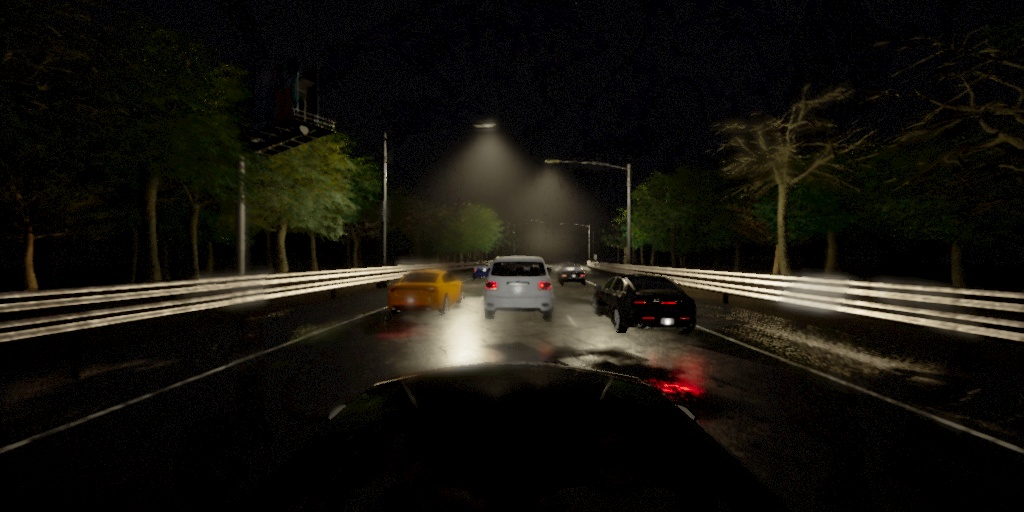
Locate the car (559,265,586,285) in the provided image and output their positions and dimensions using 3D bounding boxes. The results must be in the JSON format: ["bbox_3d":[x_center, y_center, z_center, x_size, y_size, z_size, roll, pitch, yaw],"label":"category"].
[{"bbox_3d":[4.473,1.424,27.406,2.033,1.411,5.357,0,0,4],"label":"car"}]

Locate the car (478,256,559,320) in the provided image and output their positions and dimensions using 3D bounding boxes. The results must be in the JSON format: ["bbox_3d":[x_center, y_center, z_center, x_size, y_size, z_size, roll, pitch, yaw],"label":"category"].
[{"bbox_3d":[0.273,1.026,12.958,2.150,2.045,5.566,0,0,2],"label":"car"}]

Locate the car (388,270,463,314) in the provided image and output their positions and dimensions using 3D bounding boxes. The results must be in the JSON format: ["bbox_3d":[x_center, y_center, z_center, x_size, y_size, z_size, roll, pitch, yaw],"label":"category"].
[{"bbox_3d":[-3.182,1.285,14.079,1.882,1.535,5.008,0,0,2],"label":"car"}]

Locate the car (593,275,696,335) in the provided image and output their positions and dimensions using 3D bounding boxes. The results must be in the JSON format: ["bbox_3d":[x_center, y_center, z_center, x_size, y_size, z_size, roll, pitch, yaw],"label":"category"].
[{"bbox_3d":[3.696,1.297,10.741,1.837,1.490,4.892,0,-1,2],"label":"car"}]

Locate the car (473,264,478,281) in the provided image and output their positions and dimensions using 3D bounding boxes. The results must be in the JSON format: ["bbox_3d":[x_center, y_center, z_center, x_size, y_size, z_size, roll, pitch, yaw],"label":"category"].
[{"bbox_3d":[-2.156,1.251,32.350,2.097,1.767,4.553,0,0,4],"label":"car"}]
